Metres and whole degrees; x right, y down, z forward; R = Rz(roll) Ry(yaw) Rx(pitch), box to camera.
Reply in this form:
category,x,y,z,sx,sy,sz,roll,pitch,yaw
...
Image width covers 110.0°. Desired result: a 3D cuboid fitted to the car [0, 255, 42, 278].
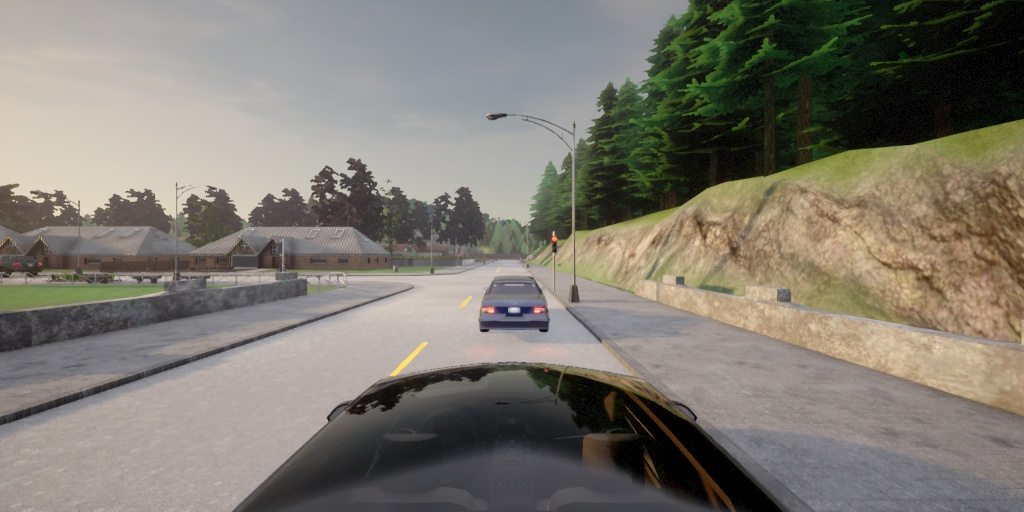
category,x,y,z,sx,sy,sz,roll,pitch,yaw
car,-47.375,0.971,33.322,5.566,2.045,2.150,0,0,1

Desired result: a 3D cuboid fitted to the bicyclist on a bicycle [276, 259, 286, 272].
category,x,y,z,sx,sy,sz,roll,pitch,yaw
bicyclist on a bicycle,-24.162,1.099,37.572,0.582,1.620,1.656,0,0,0

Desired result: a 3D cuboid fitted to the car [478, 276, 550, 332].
category,x,y,z,sx,sy,sz,roll,pitch,yaw
car,0.063,1.297,10.791,2.033,1.411,5.357,0,0,0
